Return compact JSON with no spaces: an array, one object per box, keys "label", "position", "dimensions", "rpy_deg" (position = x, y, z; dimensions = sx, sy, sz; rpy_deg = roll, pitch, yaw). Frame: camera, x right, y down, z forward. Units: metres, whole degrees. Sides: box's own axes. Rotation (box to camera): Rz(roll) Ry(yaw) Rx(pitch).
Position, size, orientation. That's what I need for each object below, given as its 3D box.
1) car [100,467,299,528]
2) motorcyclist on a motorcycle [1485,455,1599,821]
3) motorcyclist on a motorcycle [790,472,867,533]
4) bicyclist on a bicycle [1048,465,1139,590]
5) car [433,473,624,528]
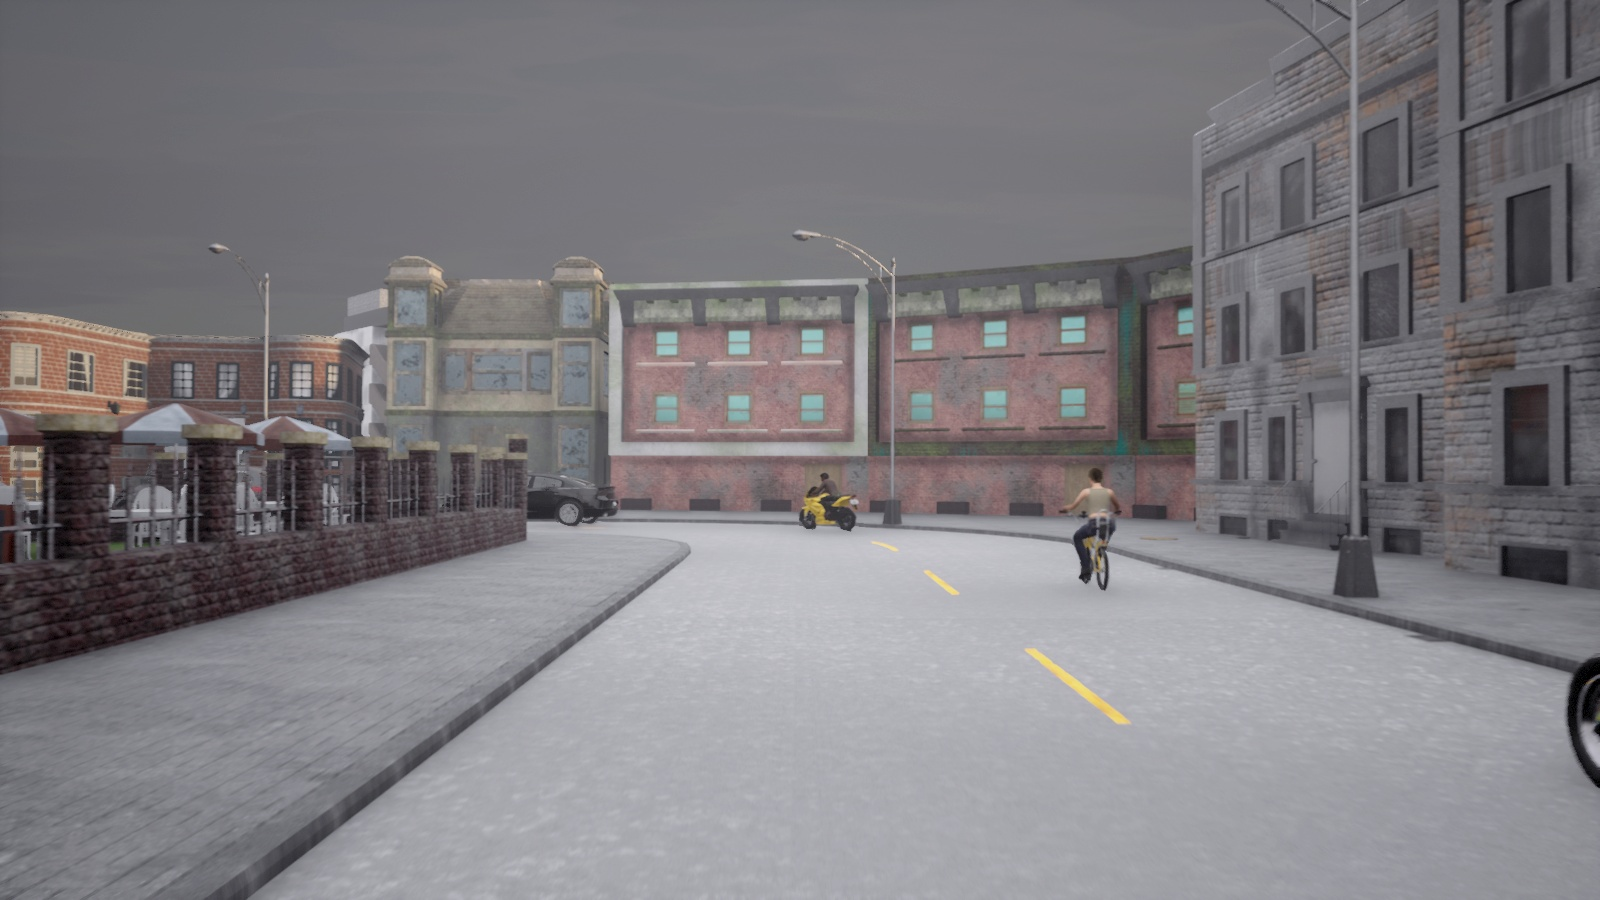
[{"label":"car","position":[-17.120,1.328,35.983],"dimensions":[4.611,1.667,2.242],"rpy_deg":[0,-1,0]},{"label":"motorcyclist on a motorcycle","position":[3.986,0.840,5.406],"dimensions":[0.766,1.649,2.350],"rpy_deg":[0,-1,0]},{"label":"motorcyclist on a motorcycle","position":[0.729,1.345,32.788],"dimensions":[0.797,1.523,2.044],"rpy_deg":[1,-1,-44]},{"label":"bicyclist on a bicycle","position":[3.963,1.021,17.059],"dimensions":[0.866,1.612,1.509],"rpy_deg":[0,-1,0]},{"label":"car","position":[-7.711,1.426,35.947],"dimensions":[5.008,1.535,1.882],"rpy_deg":[0,-1,6]}]
